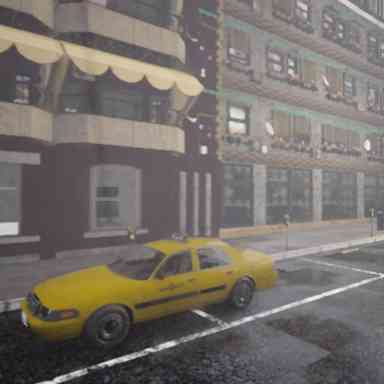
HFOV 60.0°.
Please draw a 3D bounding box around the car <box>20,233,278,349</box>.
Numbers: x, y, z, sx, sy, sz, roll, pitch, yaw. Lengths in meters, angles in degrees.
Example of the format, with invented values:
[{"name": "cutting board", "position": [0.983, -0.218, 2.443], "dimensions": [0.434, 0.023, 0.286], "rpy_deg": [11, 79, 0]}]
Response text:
[{"name": "car", "position": [-0.463, 1.504, 6.216], "dimensions": [4.829, 1.417, 1.752], "rpy_deg": [0, 1, -36]}]
